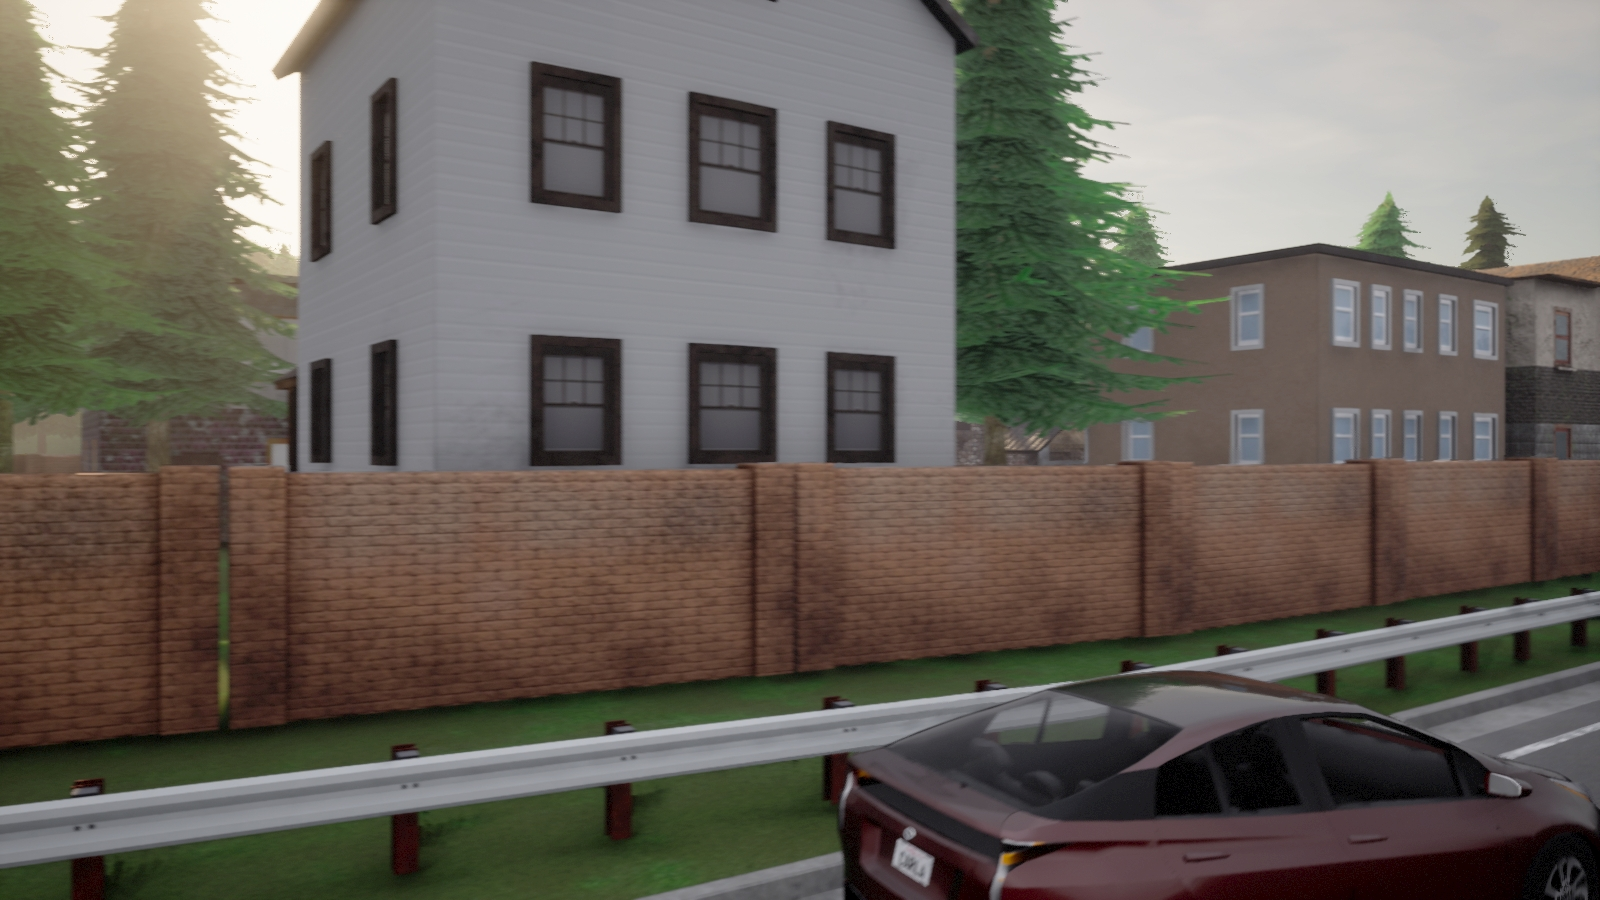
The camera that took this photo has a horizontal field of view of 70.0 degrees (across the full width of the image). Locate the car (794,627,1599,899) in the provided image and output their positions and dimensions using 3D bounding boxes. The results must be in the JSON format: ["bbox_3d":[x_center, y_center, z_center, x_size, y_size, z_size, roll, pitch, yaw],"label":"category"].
[{"bbox_3d":[2.434,2.040,6.352,4.514,1.525,2.007,0,0,-26],"label":"car"}]
